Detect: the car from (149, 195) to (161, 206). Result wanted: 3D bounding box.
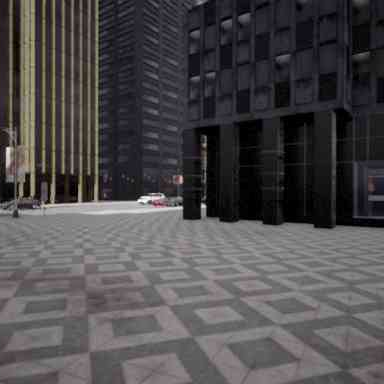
[{"bbox_3d":[-4.410,1.619,54.019,1.994,1.385,4.181,0,0,36],"label":"car"}]

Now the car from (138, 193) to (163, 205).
[{"bbox_3d":[-7.384,1.274,61.138,2.150,2.045,5.566,0,0,36],"label":"car"}]

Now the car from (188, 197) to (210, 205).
[{"bbox_3d":[1.328,1.595,62.124,1.812,1.442,4.674,0,0,36],"label":"car"}]

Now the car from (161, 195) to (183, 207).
[{"bbox_3d":[-2.051,1.552,51.745,2.128,1.511,4.902,0,0,36],"label":"car"}]

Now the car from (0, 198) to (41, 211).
[{"bbox_3d":[-21.473,1.519,41.623,1.837,1.490,4.892,0,0,36],"label":"car"}]

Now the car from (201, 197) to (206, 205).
[{"bbox_3d":[3.970,1.553,60.230,1.882,1.535,5.008,0,0,36],"label":"car"}]
